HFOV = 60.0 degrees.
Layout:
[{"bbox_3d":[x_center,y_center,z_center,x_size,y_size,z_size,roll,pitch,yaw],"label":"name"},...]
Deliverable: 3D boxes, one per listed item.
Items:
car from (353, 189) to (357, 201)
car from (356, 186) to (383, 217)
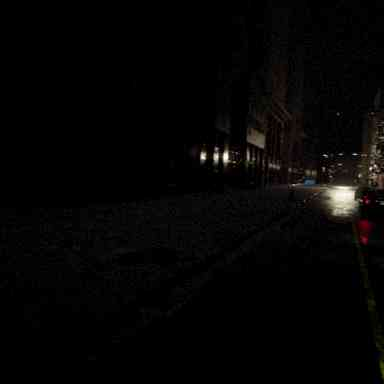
[{"bbox_3d":[18.440,0.149,35.608,1.882,1.535,5.008,4,4,25],"label":"car"},{"bbox_3d":[11.731,0.594,20.819,2.097,1.767,4.553,4,4,24],"label":"car"}]
